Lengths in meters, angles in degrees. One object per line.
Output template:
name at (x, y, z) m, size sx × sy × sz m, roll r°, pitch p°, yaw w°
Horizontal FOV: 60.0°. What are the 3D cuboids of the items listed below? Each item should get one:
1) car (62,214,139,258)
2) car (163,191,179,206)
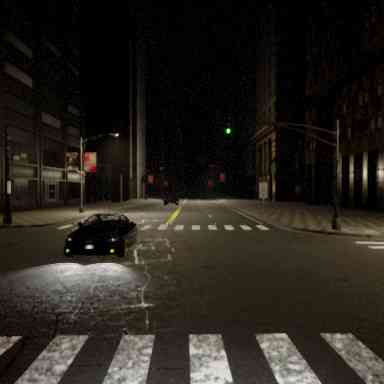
car at (-3.240, 1.528, 12.539) m, size 1.994 × 1.385 × 4.181 m, roll 0°, pitch 1°, yaw 0°
car at (-3.234, 1.114, 52.095) m, size 2.150 × 2.045 × 5.566 m, roll 0°, pitch 0°, yaw 0°
